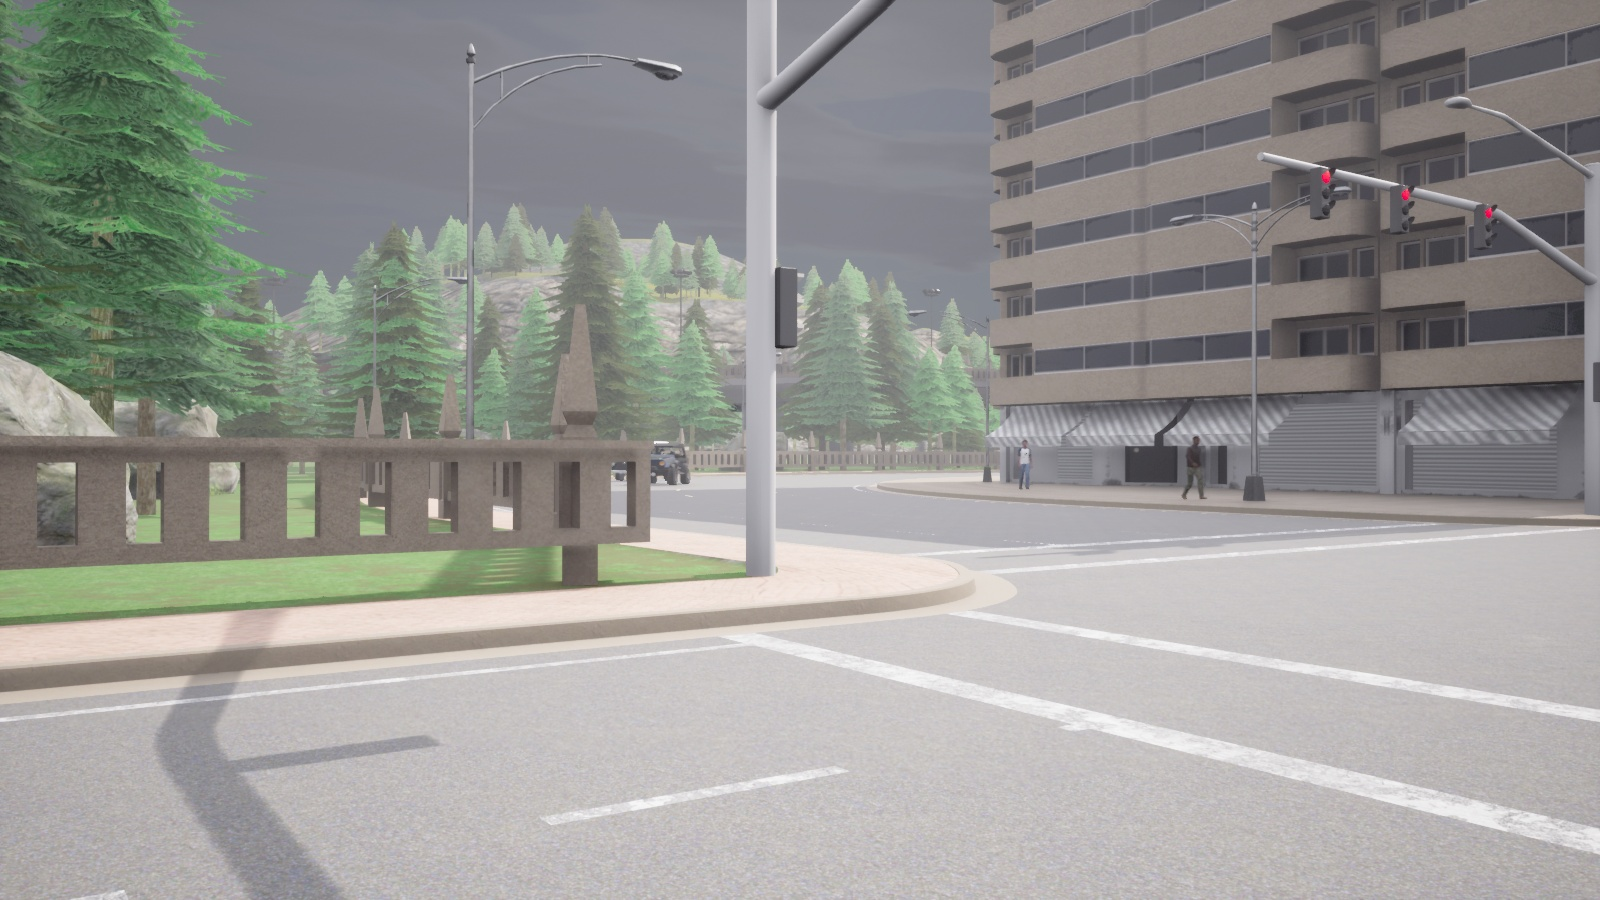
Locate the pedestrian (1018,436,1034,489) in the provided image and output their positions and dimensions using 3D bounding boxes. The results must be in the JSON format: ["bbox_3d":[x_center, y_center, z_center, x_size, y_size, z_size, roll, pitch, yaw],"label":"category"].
[{"bbox_3d":[7.973,0.435,44.381,0.354,1.836,0.706,0,0,-8],"label":"pedestrian"}]

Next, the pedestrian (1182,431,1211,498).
[{"bbox_3d":[10.943,0.405,34.705,0.431,1.840,0.703,0,0,-19],"label":"pedestrian"}]

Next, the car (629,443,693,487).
[{"bbox_3d":[-6.132,0.635,55.878,1.905,1.878,3.866,0,0,8],"label":"car"}]

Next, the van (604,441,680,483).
[{"bbox_3d":[-7.989,0.586,63.789,2.069,2.038,4.480,0,0,19],"label":"van"}]
